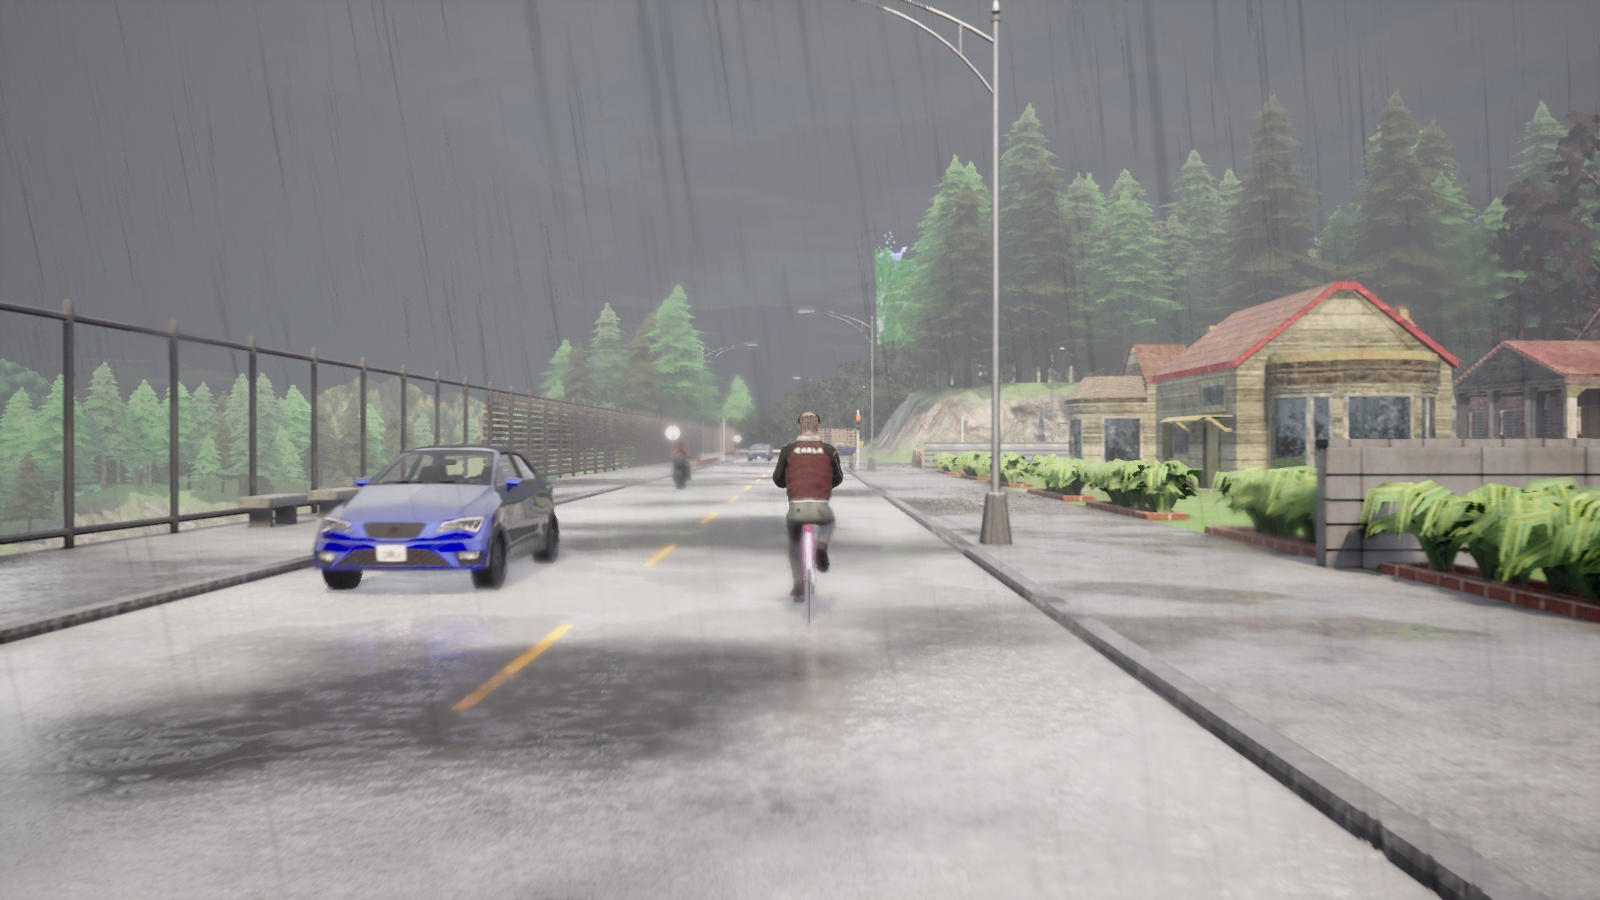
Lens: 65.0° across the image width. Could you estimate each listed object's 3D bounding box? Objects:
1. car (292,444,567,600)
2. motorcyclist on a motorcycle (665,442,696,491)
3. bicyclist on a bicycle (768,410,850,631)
[{"bbox_3d":[-3.905,0.678,14.026,1.816,1.474,4.193,0,0,0],"label":"car"},{"bbox_3d":[-3.758,0.502,39.659,0.797,1.523,2.044,0,0,0],"label":"motorcyclist on a motorcycle"},{"bbox_3d":[0.078,0.555,10.996,0.659,1.776,1.843,0,1,0],"label":"bicyclist on a bicycle"}]
